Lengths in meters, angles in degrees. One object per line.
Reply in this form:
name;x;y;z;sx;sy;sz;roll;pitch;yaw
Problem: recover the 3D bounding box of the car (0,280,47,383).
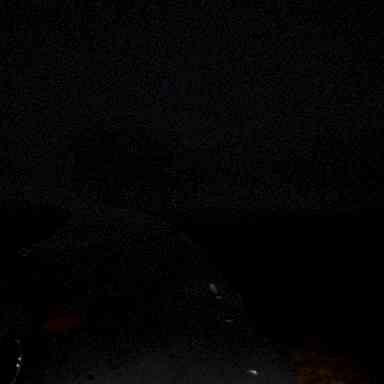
car;-2.822;1.553;2.297;2.033;1.411;5.357;0;0;-3
